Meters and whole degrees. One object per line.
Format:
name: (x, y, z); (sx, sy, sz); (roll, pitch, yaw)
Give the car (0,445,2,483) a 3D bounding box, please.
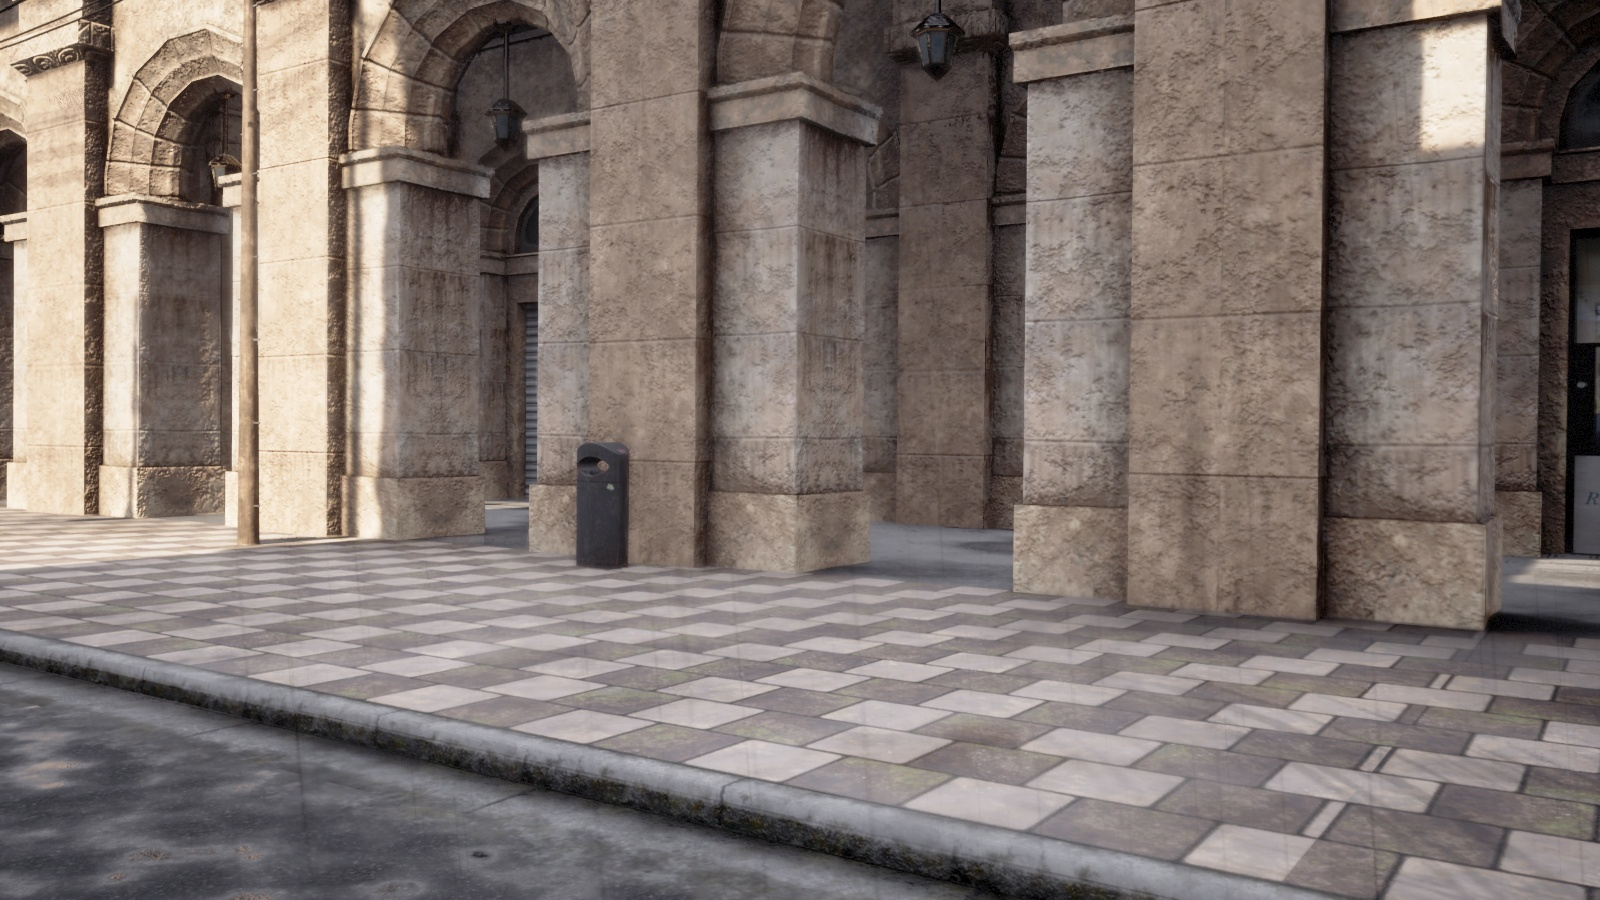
car: (-30.009, 0.524, 42.477); (1.895, 1.301, 4.718); (0, 1, 34)
